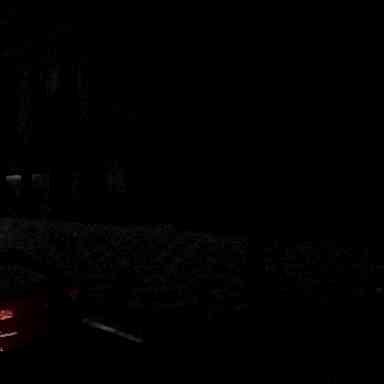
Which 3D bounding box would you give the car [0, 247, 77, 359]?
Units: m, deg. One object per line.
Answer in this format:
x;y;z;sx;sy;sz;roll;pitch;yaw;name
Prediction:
-3.536;1.593;5.482;4.206;1.307;1.802;0;0;35;car

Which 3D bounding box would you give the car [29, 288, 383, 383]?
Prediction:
1.025;1.567;2.230;4.313;1.339;1.947;0;0;35;car
